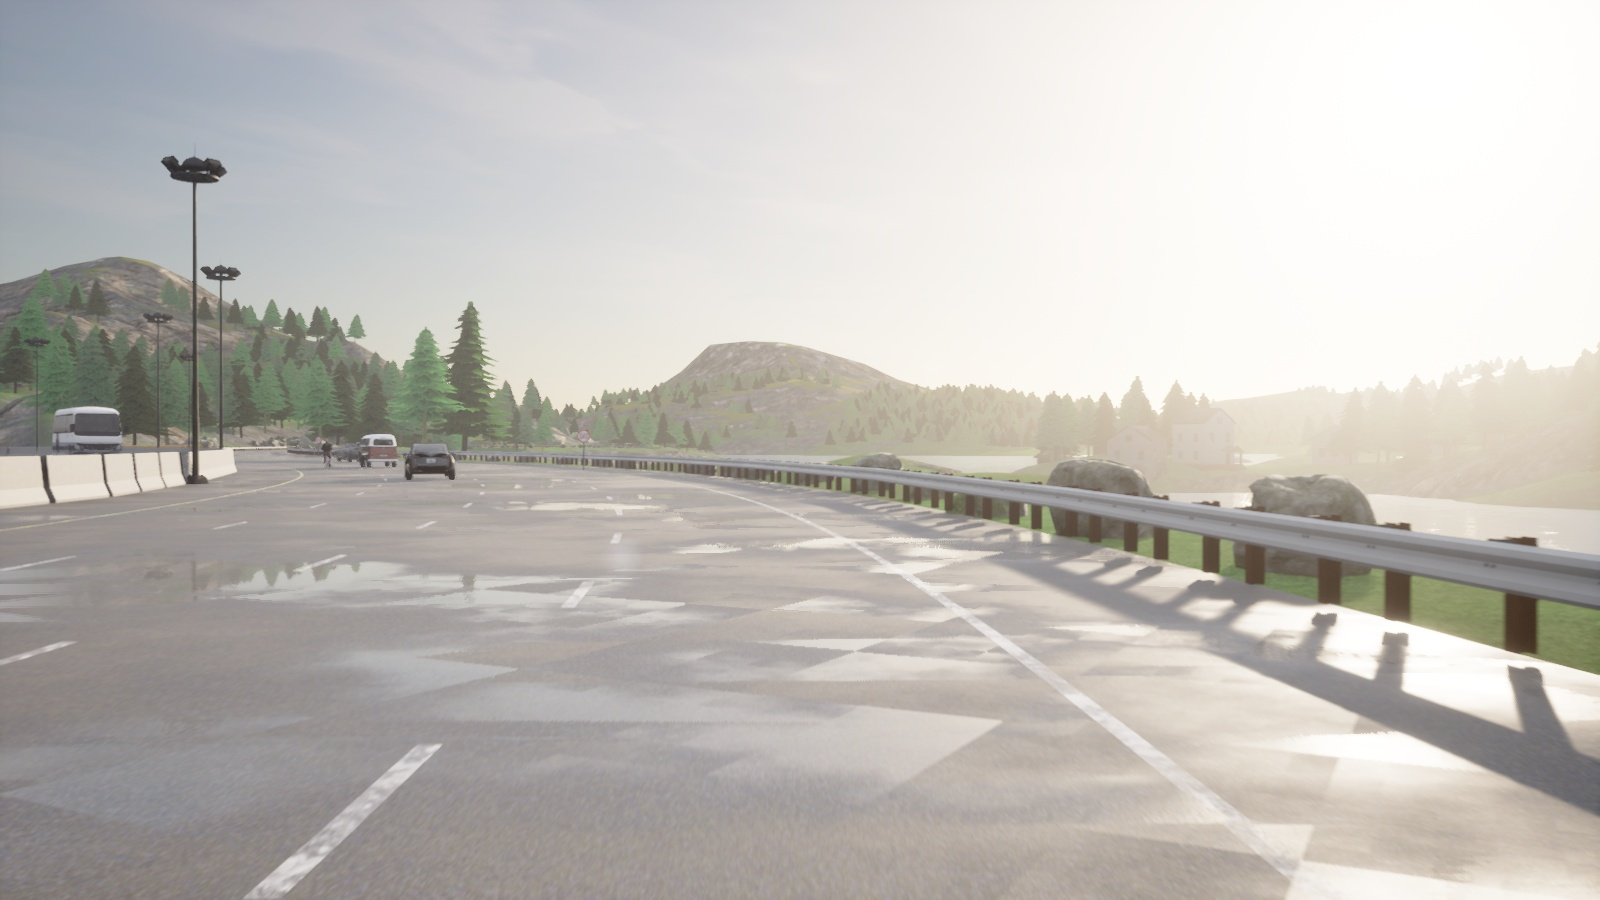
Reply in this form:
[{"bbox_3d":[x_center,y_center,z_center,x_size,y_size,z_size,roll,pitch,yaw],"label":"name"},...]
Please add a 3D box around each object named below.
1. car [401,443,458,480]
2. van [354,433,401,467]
[{"bbox_3d":[-15.708,0.435,53.118,2.163,1.488,4.792,0,0,-18],"label":"car"},{"bbox_3d":[-26.214,0.012,77.795,2.069,2.038,4.480,0,0,-28],"label":"van"}]
